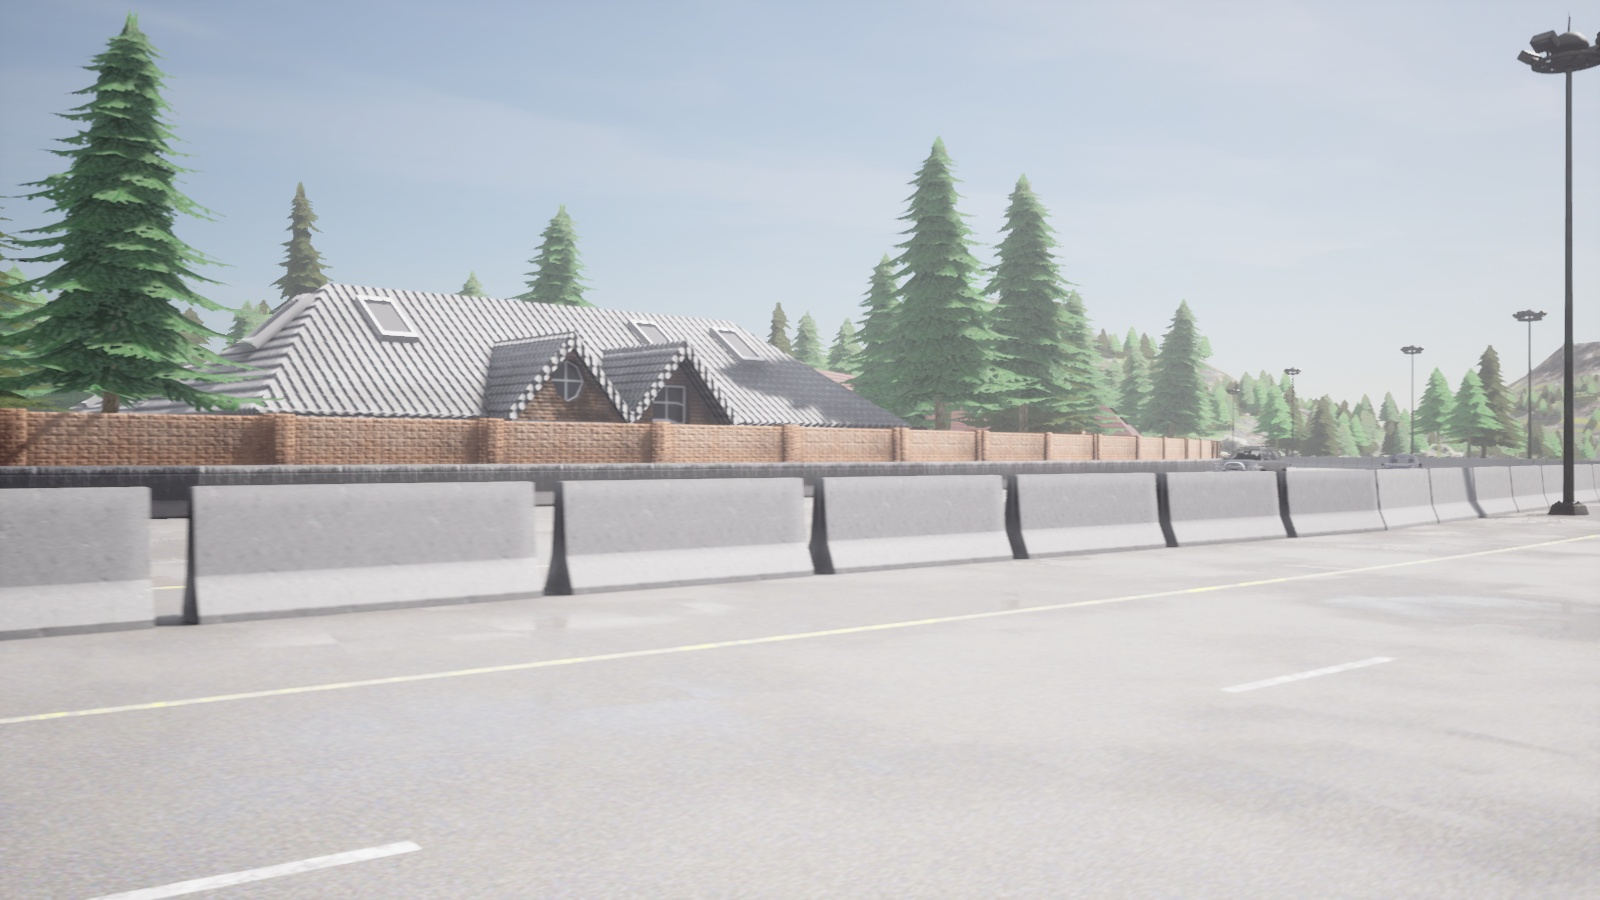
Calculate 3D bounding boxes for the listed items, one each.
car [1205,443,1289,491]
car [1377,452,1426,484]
[{"bbox_3d":[18.216,0.653,51.032,1.932,1.855,4.605,0,0,37],"label":"car"},{"bbox_3d":[29.606,0.853,61.736,1.845,1.501,3.633,0,0,31],"label":"car"}]
